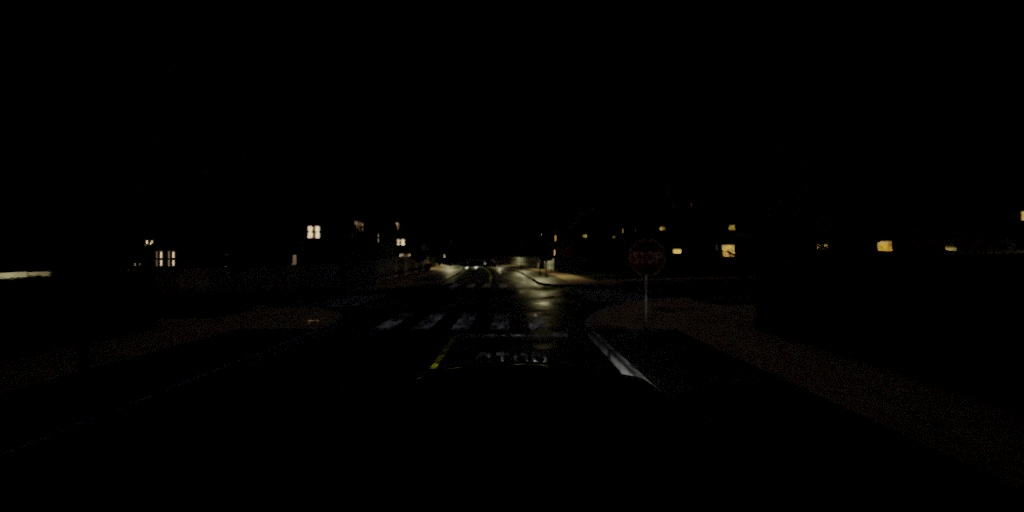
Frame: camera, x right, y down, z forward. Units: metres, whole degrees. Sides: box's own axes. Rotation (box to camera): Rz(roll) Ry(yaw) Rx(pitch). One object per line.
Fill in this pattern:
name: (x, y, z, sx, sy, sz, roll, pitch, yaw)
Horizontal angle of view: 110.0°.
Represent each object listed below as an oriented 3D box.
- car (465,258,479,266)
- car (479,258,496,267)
car: (-7.412, 1.052, 64.249, 1.882, 1.535, 5.008, 0, 0, -10)
car: (-3.801, 1.106, 59.792, 2.033, 1.411, 5.357, 0, 0, -10)
